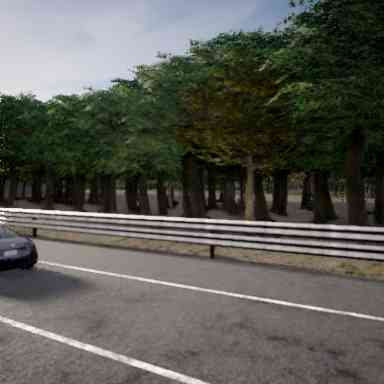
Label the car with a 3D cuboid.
[{"bbox_3d":[-6.514,1.584,9.852,4.181,1.385,1.994,0,0,31],"label":"car"}]
